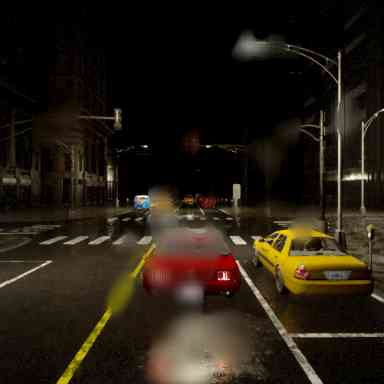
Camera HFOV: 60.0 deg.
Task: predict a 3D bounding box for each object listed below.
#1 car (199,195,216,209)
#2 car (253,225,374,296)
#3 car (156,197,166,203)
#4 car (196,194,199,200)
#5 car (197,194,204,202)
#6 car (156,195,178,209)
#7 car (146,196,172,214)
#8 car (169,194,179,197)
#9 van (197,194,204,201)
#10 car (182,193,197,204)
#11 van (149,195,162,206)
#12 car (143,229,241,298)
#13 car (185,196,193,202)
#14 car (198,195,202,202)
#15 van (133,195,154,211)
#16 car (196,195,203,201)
[{"bbox_3d":[2.391,1.561,46.468,1.887,1.381,4.507,0,0,0],"label":"car"},{"bbox_3d":[2.702,1.526,8.546,1.752,1.417,4.829,0,0,0],"label":"car"},{"bbox_3d":[-6.347,1.618,68.512,1.802,1.307,4.206,0,0,0],"label":"car"},{"bbox_3d":[2.246,1.556,63.213,1.752,1.417,4.829,0,0,0],"label":"car"},{"bbox_3d":[2.295,1.570,57.518,1.887,1.381,4.507,0,0,0],"label":"car"},{"bbox_3d":[-3.470,1.507,45.135,2.128,1.511,4.902,0,0,0],"label":"car"},{"bbox_3d":[-3.384,1.486,35.248,1.882,1.535,5.008,0,0,-2],"label":"car"},{"bbox_3d":[-3.544,1.528,55.268,1.837,1.490,4.892,0,0,0],"label":"car"},{"bbox_3d":[2.055,1.393,85.144,1.690,1.788,3.998,0,0,0],"label":"van"},{"bbox_3d":[-0.548,1.511,65.738,1.882,1.535,5.008,0,0,0],"label":"car"},{"bbox_3d":[-6.256,1.367,57.463,1.690,1.788,3.998,0,0,0],"label":"van"},{"bbox_3d":[-0.006,1.601,8.483,1.895,1.301,4.718,0,0,0],"label":"car"},{"bbox_3d":[-0.637,1.488,76.187,1.895,1.301,4.718,0,0,0],"label":"car"},{"bbox_3d":[2.343,1.565,51.993,1.887,1.381,4.507,0,0,0],"label":"car"},{"bbox_3d":[-6.118,1.353,40.889,1.690,1.788,3.998,0,0,0],"label":"van"},{"bbox_3d":[2.007,1.608,90.669,2.008,1.369,4.403,0,0,0],"label":"car"}]
